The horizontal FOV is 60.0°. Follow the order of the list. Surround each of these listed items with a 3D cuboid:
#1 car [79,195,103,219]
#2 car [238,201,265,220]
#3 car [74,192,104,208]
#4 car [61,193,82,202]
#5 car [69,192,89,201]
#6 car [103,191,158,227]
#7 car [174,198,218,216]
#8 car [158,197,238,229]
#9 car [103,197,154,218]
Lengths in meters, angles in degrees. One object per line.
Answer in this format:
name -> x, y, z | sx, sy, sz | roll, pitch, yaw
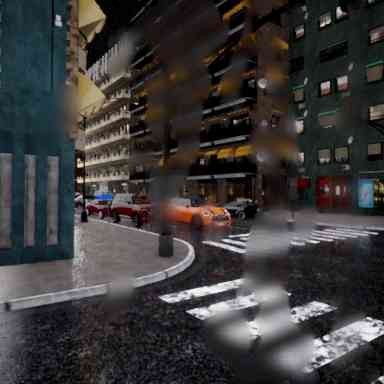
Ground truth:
car -> -6.535, 1.183, 24.795 | 1.887, 1.381, 4.507 | 2, 0, -36
car -> 3.542, 1.353, 25.165 | 1.947, 1.339, 4.313 | 2, 0, -36
car -> -11.231, 1.017, 35.692 | 1.812, 1.442, 4.674 | 1, 1, -36
car -> -18.695, 0.834, 51.431 | 1.994, 1.385, 4.181 | 1, 0, -35
car -> -19.324, 0.769, 56.750 | 1.887, 1.381, 4.507 | 2, 0, -36
car -> -3.262, 1.034, 20.283 | 2.192, 1.841, 5.009 | 2, 0, -36
car -> 0.275, 1.288, 29.677 | 1.802, 1.307, 4.206 | 2, 0, -36
car -> 0.250, 1.126, 19.866 | 2.097, 1.767, 4.553 | 1, 0, -37
car -> -5.349, 1.184, 27.557 | 2.033, 1.411, 5.357 | 1, 0, -36
